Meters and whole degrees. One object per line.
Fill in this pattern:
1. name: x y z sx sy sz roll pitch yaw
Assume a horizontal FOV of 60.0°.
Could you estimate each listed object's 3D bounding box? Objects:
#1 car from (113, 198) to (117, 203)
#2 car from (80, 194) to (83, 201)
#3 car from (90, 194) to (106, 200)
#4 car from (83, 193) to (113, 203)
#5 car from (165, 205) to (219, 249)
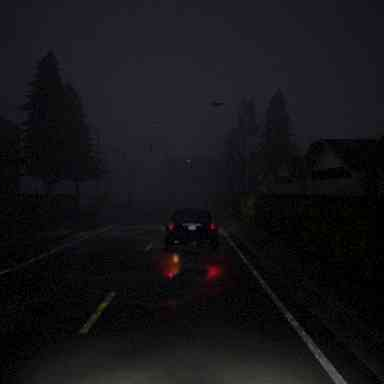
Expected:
1. car: -16.184 1.359 62.818 3.806 1.475 1.970 0 0 -1
2. car: -24.025 1.296 75.190 4.514 1.523 2.007 0 0 -1
3. car: -24.043 1.318 85.183 3.633 1.501 1.845 0 0 -1
4. car: -16.776 1.075 59.490 3.866 1.878 1.905 0 0 -1
5. car: 0.000 1.365 14.620 2.097 1.767 4.553 0 0 0
